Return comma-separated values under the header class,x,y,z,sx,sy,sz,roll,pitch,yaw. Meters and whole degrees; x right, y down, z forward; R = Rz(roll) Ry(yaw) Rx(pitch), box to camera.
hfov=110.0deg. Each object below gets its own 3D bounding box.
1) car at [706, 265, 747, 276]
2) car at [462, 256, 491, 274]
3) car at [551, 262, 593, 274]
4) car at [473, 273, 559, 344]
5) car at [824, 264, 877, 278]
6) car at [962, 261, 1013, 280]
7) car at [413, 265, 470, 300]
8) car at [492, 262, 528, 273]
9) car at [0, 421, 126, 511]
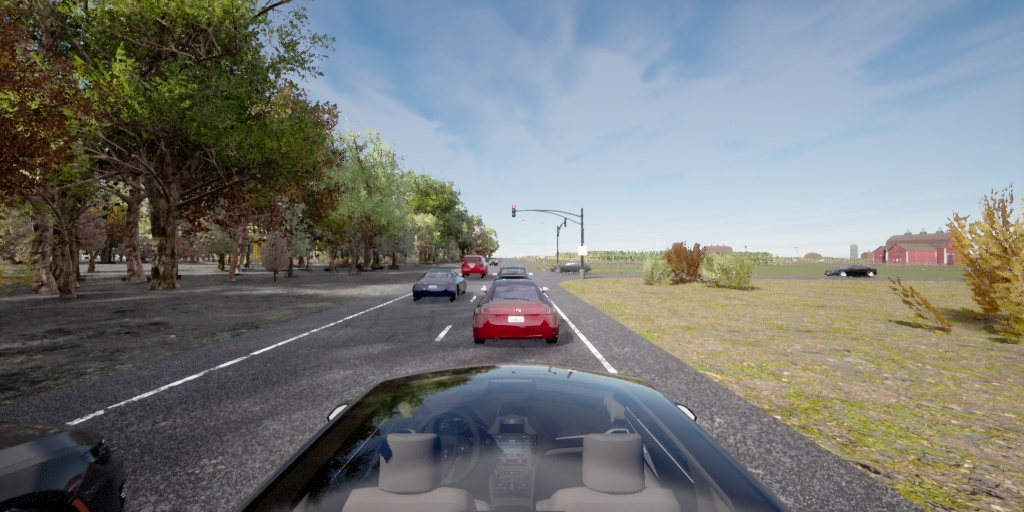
class,x,y,z,sx,sy,sz,roll,pitch,yaw
car,24.618,1.641,41.010,4.181,1.385,1.994,1,-1,0
car,-3.506,0.980,33.953,2.150,2.045,5.566,0,0,0
car,7.085,1.403,42.711,4.902,1.511,2.128,0,-1,22
car,0.075,1.316,9.638,1.994,1.385,4.181,0,0,0
car,38.636,1.708,40.986,5.008,1.535,1.882,0,-1,0
car,50.587,1.522,37.372,5.566,2.045,2.150,1,-1,1
car,-3.452,1.317,17.621,1.994,1.385,4.181,0,0,0
car,0.049,1.259,18.550,1.837,1.490,4.892,0,0,0
car,-3.392,1.254,0.236,1.837,1.490,4.892,0,0,0
